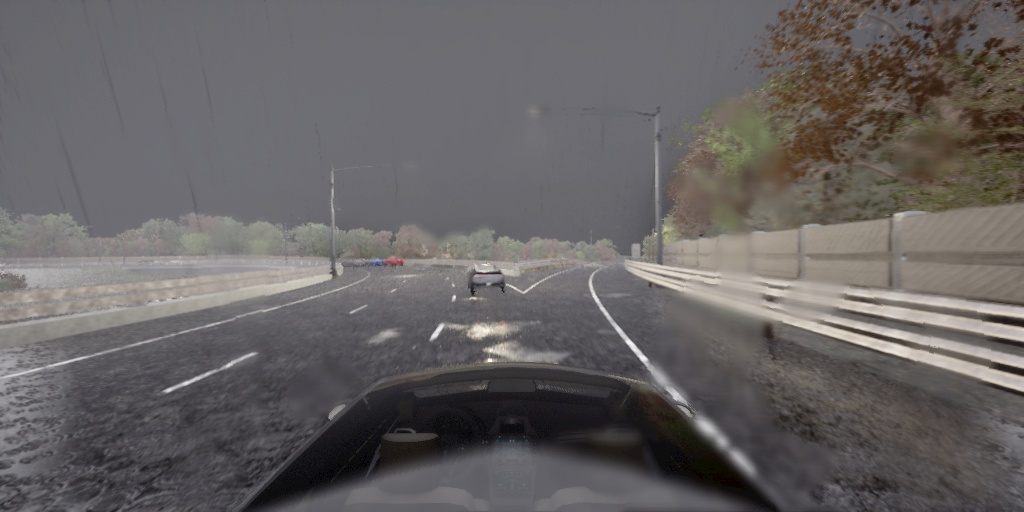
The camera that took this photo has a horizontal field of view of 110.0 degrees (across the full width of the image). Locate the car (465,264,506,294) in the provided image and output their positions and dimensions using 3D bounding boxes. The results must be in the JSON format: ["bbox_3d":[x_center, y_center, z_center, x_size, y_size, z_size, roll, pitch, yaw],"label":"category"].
[{"bbox_3d":[-1.528,1.176,20.029,2.128,1.511,4.902,-1,0,-9],"label":"car"}]
